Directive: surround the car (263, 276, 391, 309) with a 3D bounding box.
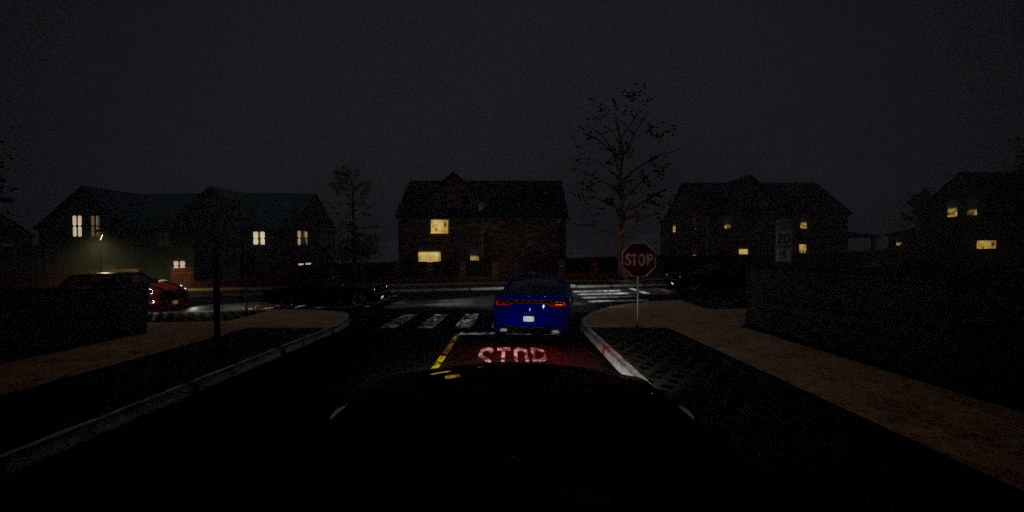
[{"bbox_3d":[-7.812,1.506,15.496,4.718,1.301,1.895,-1,1,0],"label":"car"}]

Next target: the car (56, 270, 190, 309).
[{"bbox_3d":[-16.800,1.472,15.488,4.553,1.767,2.097,-1,1,0],"label":"car"}]

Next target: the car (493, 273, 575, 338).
[{"bbox_3d":[0.786,1.226,10.289,1.882,1.535,5.008,0,0,10],"label":"car"}]

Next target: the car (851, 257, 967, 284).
[{"bbox_3d":[20.055,0.753,18.462,5.357,1.411,2.033,-1,1,0],"label":"car"}]

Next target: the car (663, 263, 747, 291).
[{"bbox_3d":[10.410,1.034,18.425,4.718,1.301,1.895,-1,1,-1],"label":"car"}]
